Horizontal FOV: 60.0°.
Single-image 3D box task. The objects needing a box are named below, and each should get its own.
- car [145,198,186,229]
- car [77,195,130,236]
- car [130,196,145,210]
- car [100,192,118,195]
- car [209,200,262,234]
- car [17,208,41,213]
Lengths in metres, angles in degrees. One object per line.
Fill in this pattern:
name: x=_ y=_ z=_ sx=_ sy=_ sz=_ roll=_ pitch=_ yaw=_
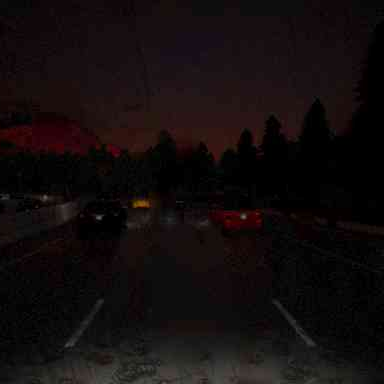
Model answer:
car: x=-1.627 y=1.354 z=20.828 sx=2.128 sy=1.511 sz=4.902 roll=0 pitch=0 yaw=-10
car: x=-4.662 y=1.234 z=17.727 sx=2.097 sy=1.767 sz=4.553 roll=0 pitch=0 yaw=-8
car: x=-6.316 y=1.222 z=38.711 sx=1.882 sy=1.535 sz=5.008 roll=0 pitch=0 yaw=-19
car: x=-9.220 y=0.980 z=36.516 sx=2.150 sy=2.045 sz=5.566 roll=0 pitch=0 yaw=-19
car: x=2.270 y=1.229 z=18.520 sx=2.097 sy=1.767 sz=4.553 roll=0 pitch=0 yaw=-7
car: x=-15.075 y=1.319 z=31.289 sx=1.812 sy=1.442 sz=4.674 roll=0 pitch=0 yaw=-18
